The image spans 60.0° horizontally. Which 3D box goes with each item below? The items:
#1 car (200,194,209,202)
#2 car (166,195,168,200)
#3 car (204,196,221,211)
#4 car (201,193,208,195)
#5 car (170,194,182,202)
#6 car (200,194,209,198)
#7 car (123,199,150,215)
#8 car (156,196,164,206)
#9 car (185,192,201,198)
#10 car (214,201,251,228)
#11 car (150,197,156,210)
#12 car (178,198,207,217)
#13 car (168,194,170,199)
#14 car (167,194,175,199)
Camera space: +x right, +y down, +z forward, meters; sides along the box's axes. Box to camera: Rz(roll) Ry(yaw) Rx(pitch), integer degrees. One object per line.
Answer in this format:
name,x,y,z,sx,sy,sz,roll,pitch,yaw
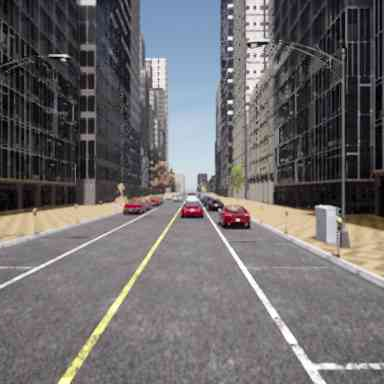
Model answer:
car,2.701,1.229,72.956,1.967,1.590,4.097,0,0,0
car,-5.683,1.416,55.889,1.947,1.339,4.313,0,0,0
car,2.696,1.470,38.803,1.947,1.339,4.313,0,0,0
car,2.699,1.397,61.572,1.947,1.339,4.313,0,0,0
car,-2.994,1.400,68.171,1.895,1.301,4.718,0,0,0
car,2.697,1.435,50.187,1.947,1.339,4.313,0,0,0
car,-5.685,1.465,33.118,1.887,1.381,4.507,0,0,0
car,-5.683,1.413,50.197,1.887,1.381,4.507,0,0,0
car,0.007,1.058,56.454,2.150,2.045,5.566,0,0,0
car,2.694,1.497,21.726,1.887,1.381,4.507,0,0,0
car,-5.685,1.486,38.812,1.802,1.307,4.206,0,0,0
car,0.044,1.496,30.125,1.994,1.385,4.181,0,0,1
car,-5.679,1.270,84.182,1.752,1.417,4.829,0,0,0
car,-5.679,1.271,90.046,2.008,1.369,4.403,0,0,0
